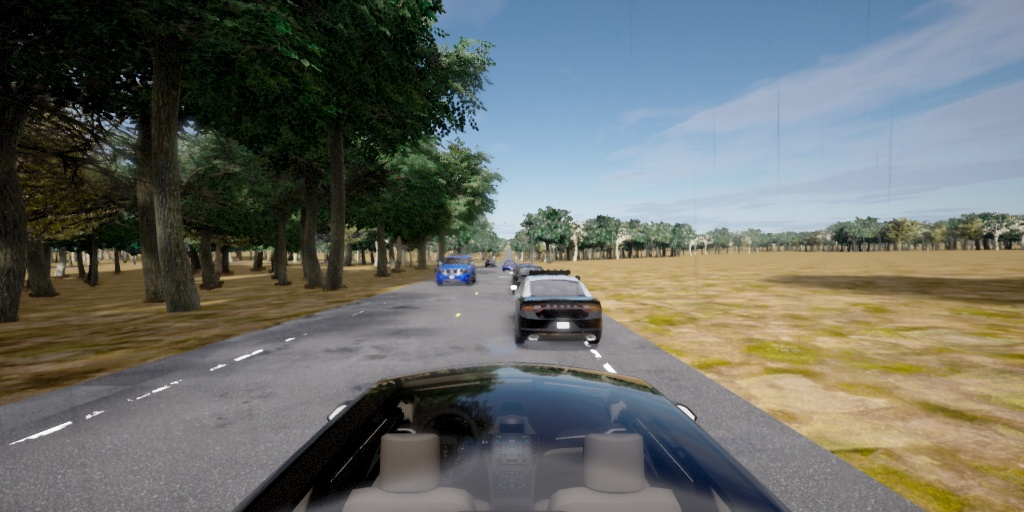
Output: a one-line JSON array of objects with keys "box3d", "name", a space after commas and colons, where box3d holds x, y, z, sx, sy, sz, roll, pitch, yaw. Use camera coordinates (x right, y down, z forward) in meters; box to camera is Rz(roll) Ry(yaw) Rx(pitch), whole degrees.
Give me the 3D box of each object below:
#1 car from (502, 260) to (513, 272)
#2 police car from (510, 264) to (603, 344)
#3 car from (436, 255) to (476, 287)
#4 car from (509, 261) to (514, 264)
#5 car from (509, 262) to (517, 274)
[{"box3d": [-0.273, 1.339, 47.289, 1.994, 1.385, 4.181, 0, 0, 0], "name": "car"}, {"box3d": [0.998, 1.172, 9.701, 1.930, 1.638, 5.238, 0, 0, 0], "name": "police car"}, {"box3d": [-3.753, 0.970, 24.991, 2.150, 2.045, 5.566, 0, 0, 0], "name": "car"}, {"box3d": [0.892, 1.275, 25.596, 1.812, 1.442, 4.674, 0, 0, 0], "name": "car"}, {"box3d": [0.932, 1.253, 19.593, 1.837, 1.490, 4.892, 0, 0, 0], "name": "car"}]
